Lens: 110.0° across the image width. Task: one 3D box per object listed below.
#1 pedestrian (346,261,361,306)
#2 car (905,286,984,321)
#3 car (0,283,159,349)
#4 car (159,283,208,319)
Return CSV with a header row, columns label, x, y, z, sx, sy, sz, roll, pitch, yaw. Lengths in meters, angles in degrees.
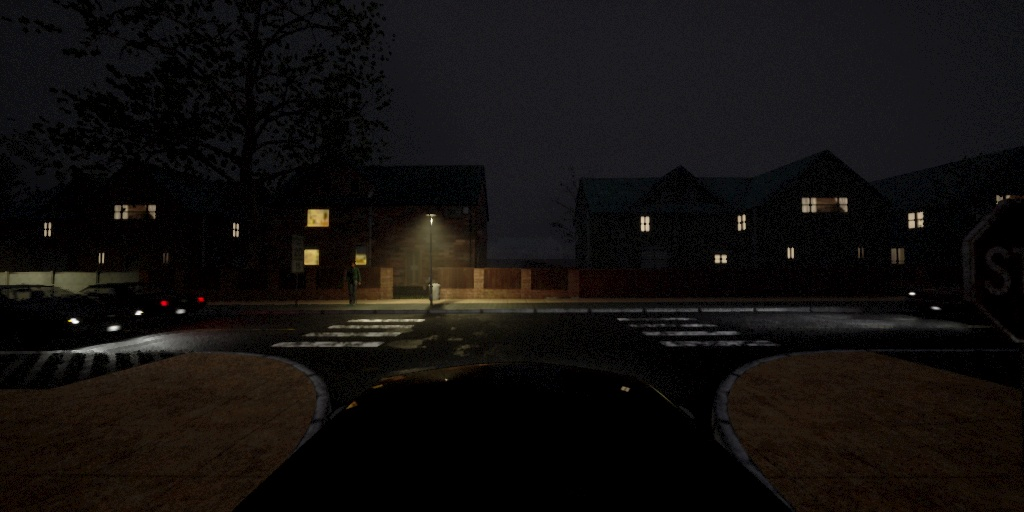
label,x,y,z,sx,sy,sz,roll,pitch,yaw
pedestrian,-6.527,1.112,14.672,0.375,1.860,0.375,0,-1,1
car,15.478,1.300,11.184,4.718,1.301,1.895,0,-1,1
car,-12.521,1.429,8.954,5.357,1.411,2.033,-1,-1,1
car,-13.160,1.565,11.921,4.718,1.301,1.895,-1,-1,1
